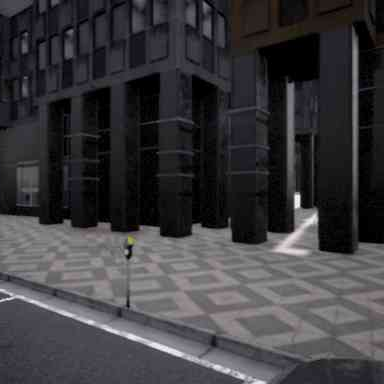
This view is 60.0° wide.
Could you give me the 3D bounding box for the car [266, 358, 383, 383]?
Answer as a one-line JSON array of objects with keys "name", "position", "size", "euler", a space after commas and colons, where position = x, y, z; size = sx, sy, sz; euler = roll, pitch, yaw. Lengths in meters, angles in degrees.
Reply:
[{"name": "car", "position": [2.263, 1.551, 1.349], "size": [4.403, 1.369, 2.008], "euler": [0, 0, 36]}]
